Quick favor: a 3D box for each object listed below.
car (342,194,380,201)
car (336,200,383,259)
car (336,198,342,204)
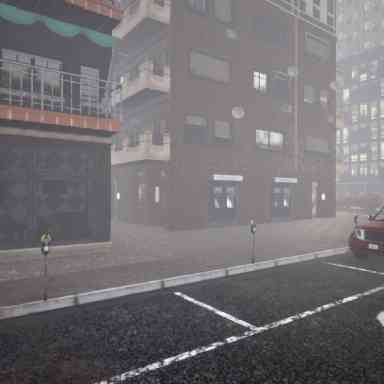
[{"bbox_3d":[19.319,1.112,38.940,2.192,1.841,5.009,1,0,-36],"label":"car"},{"bbox_3d":[7.472,1.318,11.407,5.009,1.841,2.192,0,0,-35],"label":"car"},{"bbox_3d":[12.706,1.333,34.186,1.802,1.307,4.206,1,0,-36],"label":"car"}]
